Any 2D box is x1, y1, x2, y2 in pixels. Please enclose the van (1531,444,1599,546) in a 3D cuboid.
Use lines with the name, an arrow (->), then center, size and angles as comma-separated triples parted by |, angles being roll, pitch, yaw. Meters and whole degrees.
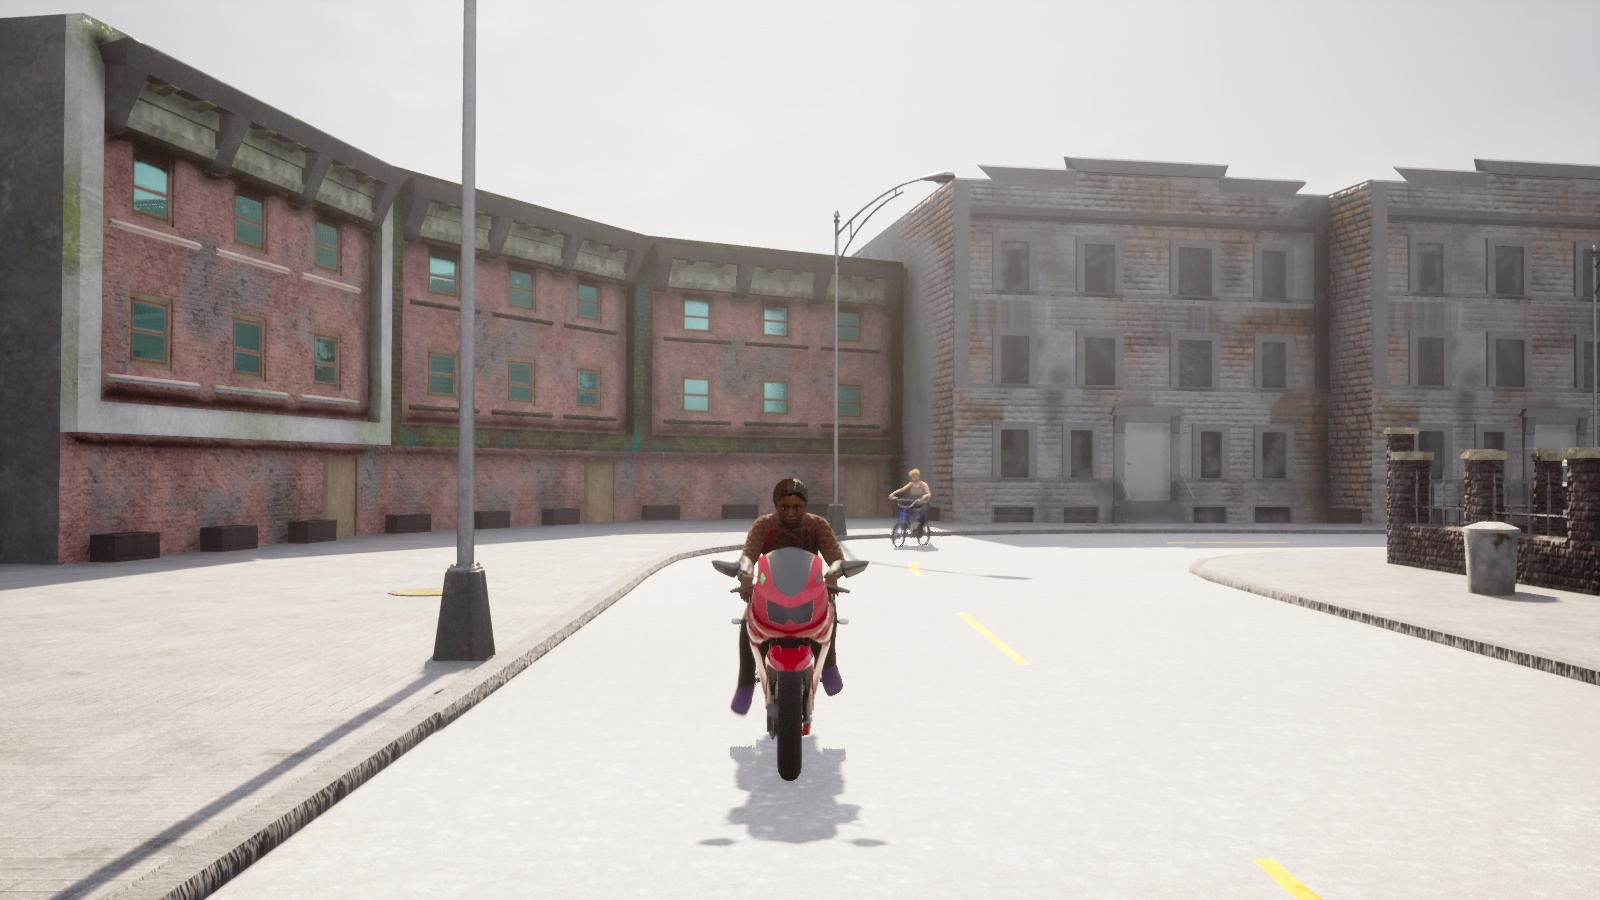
van -> 18.097, 0.904, 26.196 | 4.480, 2.038, 2.069 | 0, -1, 0

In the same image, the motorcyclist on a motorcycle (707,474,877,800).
motorcyclist on a motorcycle -> -0.047, 0.916, 6.938 | 0.797, 1.523, 2.044 | 0, -2, 0

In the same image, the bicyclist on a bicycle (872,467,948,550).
bicyclist on a bicycle -> 2.266, 1.176, 25.801 | 0.866, 1.612, 1.509 | 1, 0, 36
